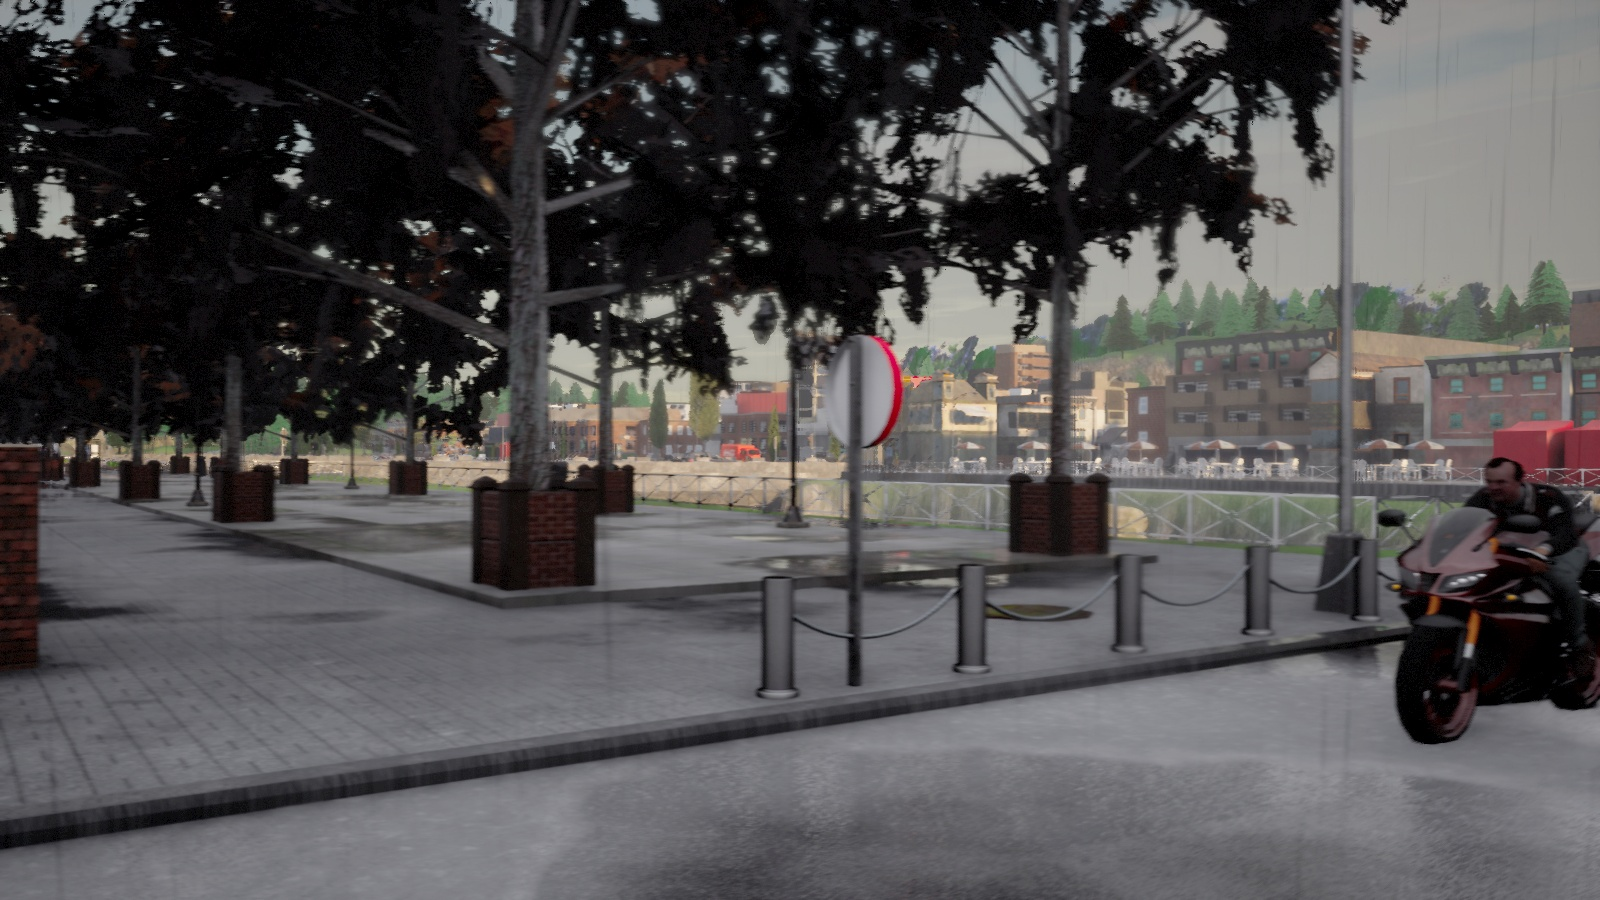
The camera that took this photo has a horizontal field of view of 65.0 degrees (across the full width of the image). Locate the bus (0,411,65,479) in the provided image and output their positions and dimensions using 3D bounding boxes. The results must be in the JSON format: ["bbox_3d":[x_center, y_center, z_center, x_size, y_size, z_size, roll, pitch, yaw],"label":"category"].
[{"bbox_3d":[-51.538,-0.306,83.865,3.944,4.253,10.273,-1,0,-29],"label":"bus"}]

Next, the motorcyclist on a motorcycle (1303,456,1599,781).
[{"bbox_3d":[3.812,0.802,6.921,2.191,1.530,0.866,0,0,-35],"label":"motorcyclist on a motorcycle"}]
